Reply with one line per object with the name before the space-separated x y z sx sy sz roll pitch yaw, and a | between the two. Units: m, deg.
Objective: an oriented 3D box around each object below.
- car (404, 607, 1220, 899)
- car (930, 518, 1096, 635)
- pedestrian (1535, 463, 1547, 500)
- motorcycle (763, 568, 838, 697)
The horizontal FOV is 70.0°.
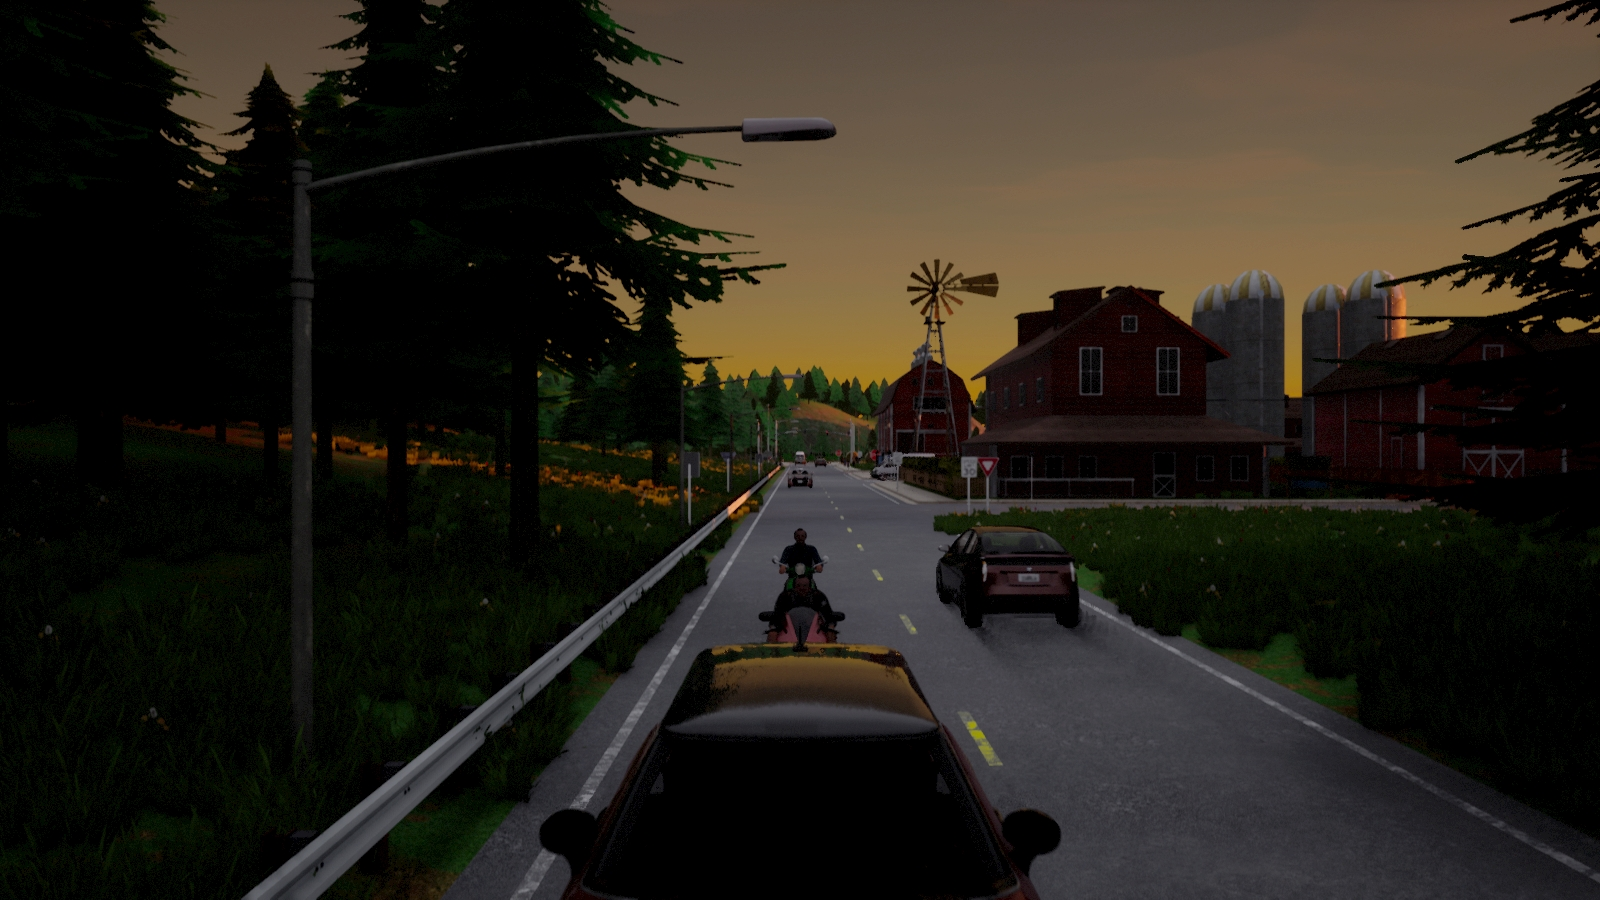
car | 0.032 1.911 5.214 2.097 1.767 4.553 0 0 0
car | 3.501 2.055 19.635 2.007 1.525 4.514 0 0 0
pedestrian | 37.936 1.597 58.517 0.375 1.860 0.375 0 0 -5
motorcycle | 0.008 2.216 14.244 0.867 1.251 2.209 0 0 0
